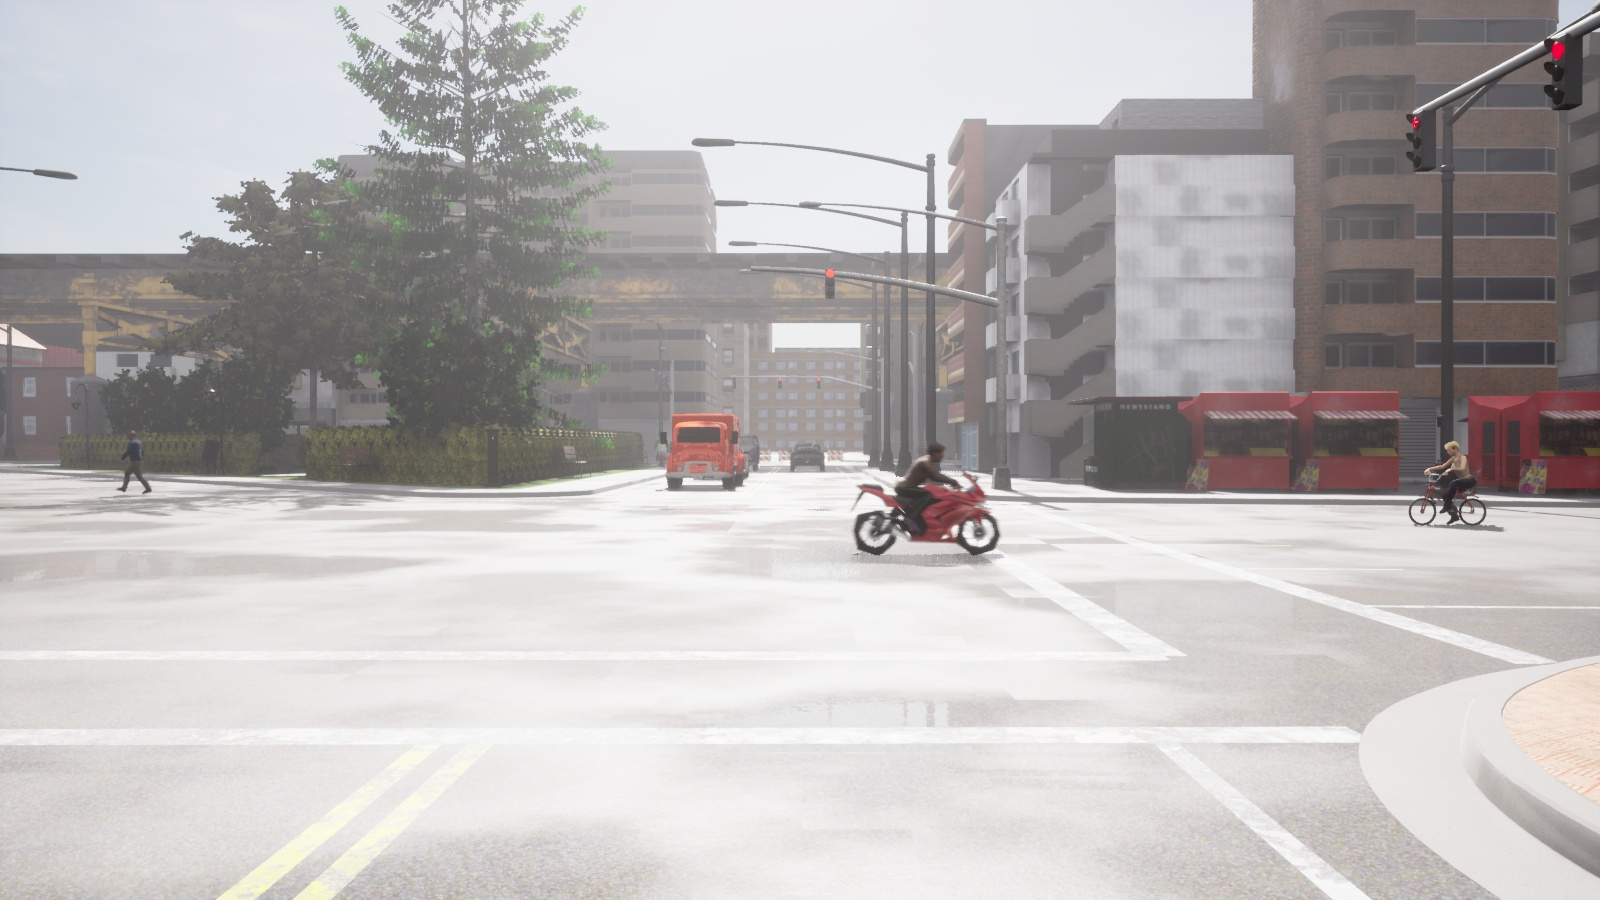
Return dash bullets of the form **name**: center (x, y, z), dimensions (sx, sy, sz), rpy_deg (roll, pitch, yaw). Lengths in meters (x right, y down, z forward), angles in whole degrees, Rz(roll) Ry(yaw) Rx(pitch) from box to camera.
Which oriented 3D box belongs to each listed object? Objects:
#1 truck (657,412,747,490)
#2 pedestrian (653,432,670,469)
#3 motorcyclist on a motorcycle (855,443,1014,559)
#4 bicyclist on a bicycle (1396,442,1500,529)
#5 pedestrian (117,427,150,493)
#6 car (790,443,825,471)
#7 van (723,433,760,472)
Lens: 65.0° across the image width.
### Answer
- **truck**: center (-3.240, 0.017, 42.607), dimensions (2.627, 2.467, 5.204), rpy_deg (0, 0, 0)
- **pedestrian**: center (-7.529, 0.017, 68.065), dimensions (0.659, 1.952, 0.873), rpy_deg (0, 0, 13)
- **motorcyclist on a motorcycle**: center (1.782, 0.666, 16.877), dimensions (2.044, 1.523, 0.797), rpy_deg (0, 0, 0)
- **bicyclist on a bicycle**: center (12.324, 0.658, 23.903), dimensions (1.509, 1.612, 0.866), rpy_deg (1, 0, -1)
- **pedestrian**: center (-18.785, 0.280, 35.385), dimensions (0.726, 1.842, 0.402), rpy_deg (0, 0, -7)
- **car**: center (0.406, 0.366, 68.269), dimensions (1.837, 1.490, 4.892), rpy_deg (0, 0, 0)
- **van**: center (-3.098, 0.119, 67.012), dimensions (1.775, 1.987, 4.442), rpy_deg (0, 0, 0)
